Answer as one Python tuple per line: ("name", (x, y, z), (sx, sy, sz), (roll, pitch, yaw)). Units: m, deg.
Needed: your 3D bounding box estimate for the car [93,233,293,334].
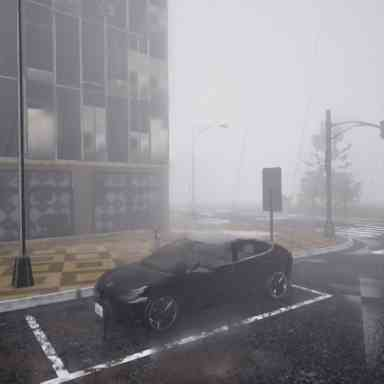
("car", (0.241, 1.565, 6.739), (4.313, 1.339, 1.947), (0, -1, -35))
